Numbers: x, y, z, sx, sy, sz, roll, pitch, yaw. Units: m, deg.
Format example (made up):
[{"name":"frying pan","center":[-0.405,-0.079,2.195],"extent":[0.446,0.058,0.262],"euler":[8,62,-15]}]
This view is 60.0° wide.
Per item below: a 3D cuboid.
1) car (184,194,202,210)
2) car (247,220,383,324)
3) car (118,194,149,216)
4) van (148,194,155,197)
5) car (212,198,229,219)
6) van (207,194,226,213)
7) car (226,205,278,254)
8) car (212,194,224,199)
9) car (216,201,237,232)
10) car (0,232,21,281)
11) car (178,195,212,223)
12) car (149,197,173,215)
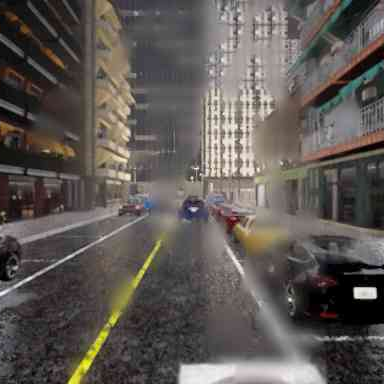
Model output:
[{"name":"car","center":[0.121,1.150,40.818],"extent":[2.097,1.767,4.553],"euler":[0,0,0]},{"name":"car","center":[2.573,1.525,7.017],"extent":[1.947,1.339,4.313],"euler":[0,0,0]},{"name":"car","center":[-5.296,1.285,29.773],"extent":[1.967,1.590,4.097],"euler":[0,0,0]},{"name":"van","center":[-5.293,1.162,35.462],"extent":[1.690,1.788,3.998],"euler":[0,0,0]},{"name":"car","center":[2.581,1.415,24.085],"extent":[1.887,1.381,4.507],"euler":[0,0,0]},{"name":"van","center":[2.587,1.161,35.464],"extent":[1.690,1.788,3.998],"euler":[0,0,0]},{"name":"car","center":[2.576,1.452,12.877],"extent":[1.752,1.417,4.829],"euler":[0,0,0]},{"name":"car","center":[2.584,1.285,29.774],"extent":[1.967,1.590,4.097],"euler":[0,0,0]},{"name":"car","center":[2.578,1.443,18.395],"extent":[1.887,1.381,4.507],"euler":[0,0,0]},{"name":"car","center":[-5.307,1.525,7.015],"extent":[1.947,1.339,4.313],"euler":[0,0,0]},{"name":"car","center":[0.113,1.222,24.030],"extent":[2.097,1.767,4.553],"euler":[0,0,0]},{"name":"car","center":[-2.826,1.403,31.065],"extent":[1.994,1.385,4.181],"euler":[0,0,0]}]
